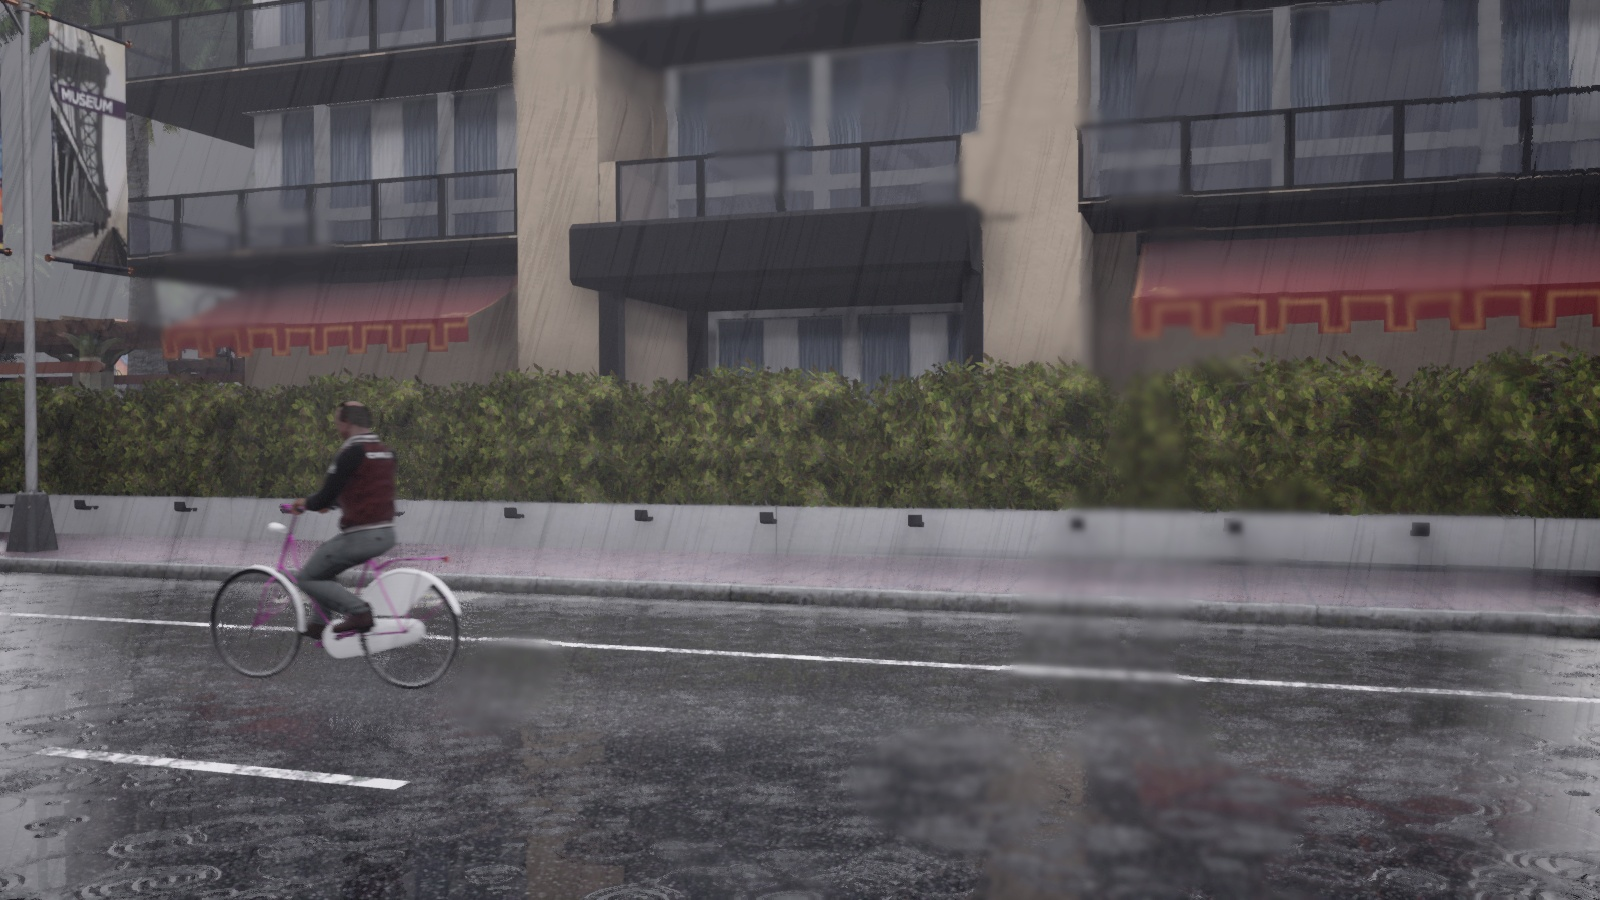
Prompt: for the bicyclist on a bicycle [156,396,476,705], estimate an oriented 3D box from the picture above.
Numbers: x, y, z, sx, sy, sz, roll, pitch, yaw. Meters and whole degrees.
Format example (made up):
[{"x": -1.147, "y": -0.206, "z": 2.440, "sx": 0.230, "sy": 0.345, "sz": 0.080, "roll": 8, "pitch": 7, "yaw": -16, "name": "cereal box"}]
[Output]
[{"x": -3.002, "y": 0.561, "z": 7.799, "sx": 1.843, "sy": 1.776, "sz": 0.659, "roll": 1, "pitch": 1, "yaw": 18, "name": "bicyclist on a bicycle"}]
